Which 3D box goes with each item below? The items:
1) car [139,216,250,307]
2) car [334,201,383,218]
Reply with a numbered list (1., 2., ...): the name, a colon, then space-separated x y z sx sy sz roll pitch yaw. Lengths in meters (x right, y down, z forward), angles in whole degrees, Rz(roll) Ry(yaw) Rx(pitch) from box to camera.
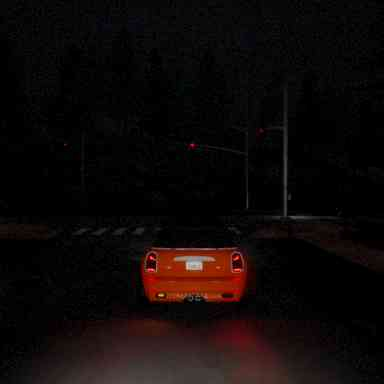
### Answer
1. car: 0.049 1.352 8.149 2.097 1.767 4.553 0 0 0
2. car: 14.336 1.439 27.394 4.718 1.301 1.895 0 0 0
